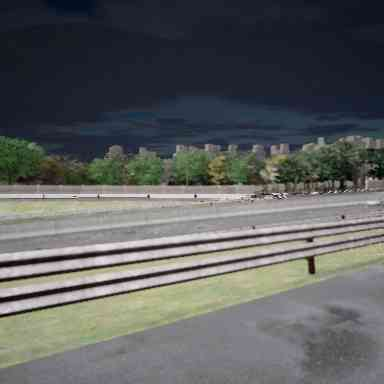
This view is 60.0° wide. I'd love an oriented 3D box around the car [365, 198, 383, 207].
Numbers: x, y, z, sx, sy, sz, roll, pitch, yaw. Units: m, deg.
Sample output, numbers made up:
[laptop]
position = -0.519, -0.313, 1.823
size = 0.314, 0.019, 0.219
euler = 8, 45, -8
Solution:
[car]
position = 29.445, 1.585, 52.125
size = 4.718, 1.301, 1.895
euler = -3, 2, -27
